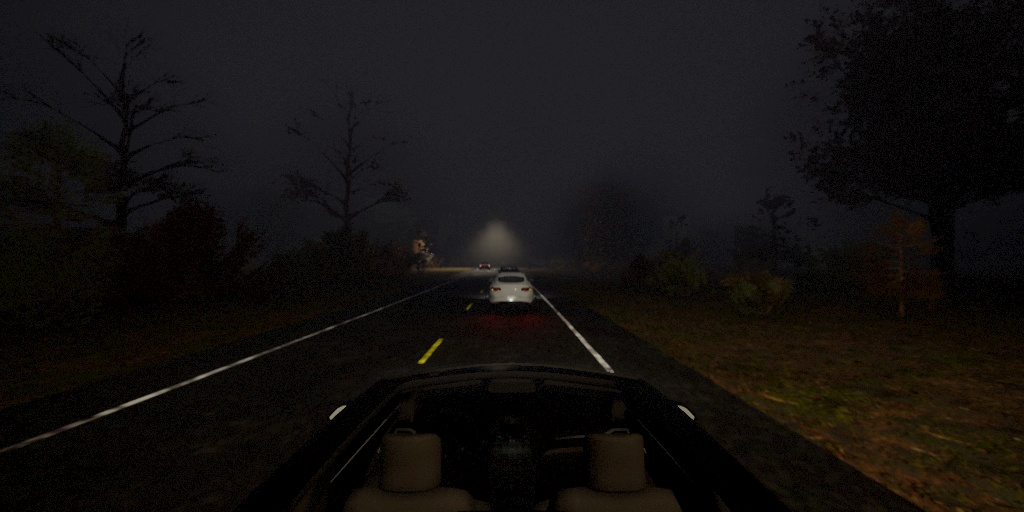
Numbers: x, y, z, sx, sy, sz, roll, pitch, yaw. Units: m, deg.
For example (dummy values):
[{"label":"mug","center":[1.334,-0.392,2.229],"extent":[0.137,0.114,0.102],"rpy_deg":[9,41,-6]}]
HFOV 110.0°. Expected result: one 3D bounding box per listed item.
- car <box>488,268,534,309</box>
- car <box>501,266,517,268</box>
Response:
[{"label":"car","center":[-0.034,1.424,15.787],"extent":[1.812,1.442,4.674],"rpy_deg":[0,0,0]},{"label":"car","center":[-0.257,1.545,30.414],"extent":[2.128,1.511,4.902],"rpy_deg":[0,0,-1]}]
